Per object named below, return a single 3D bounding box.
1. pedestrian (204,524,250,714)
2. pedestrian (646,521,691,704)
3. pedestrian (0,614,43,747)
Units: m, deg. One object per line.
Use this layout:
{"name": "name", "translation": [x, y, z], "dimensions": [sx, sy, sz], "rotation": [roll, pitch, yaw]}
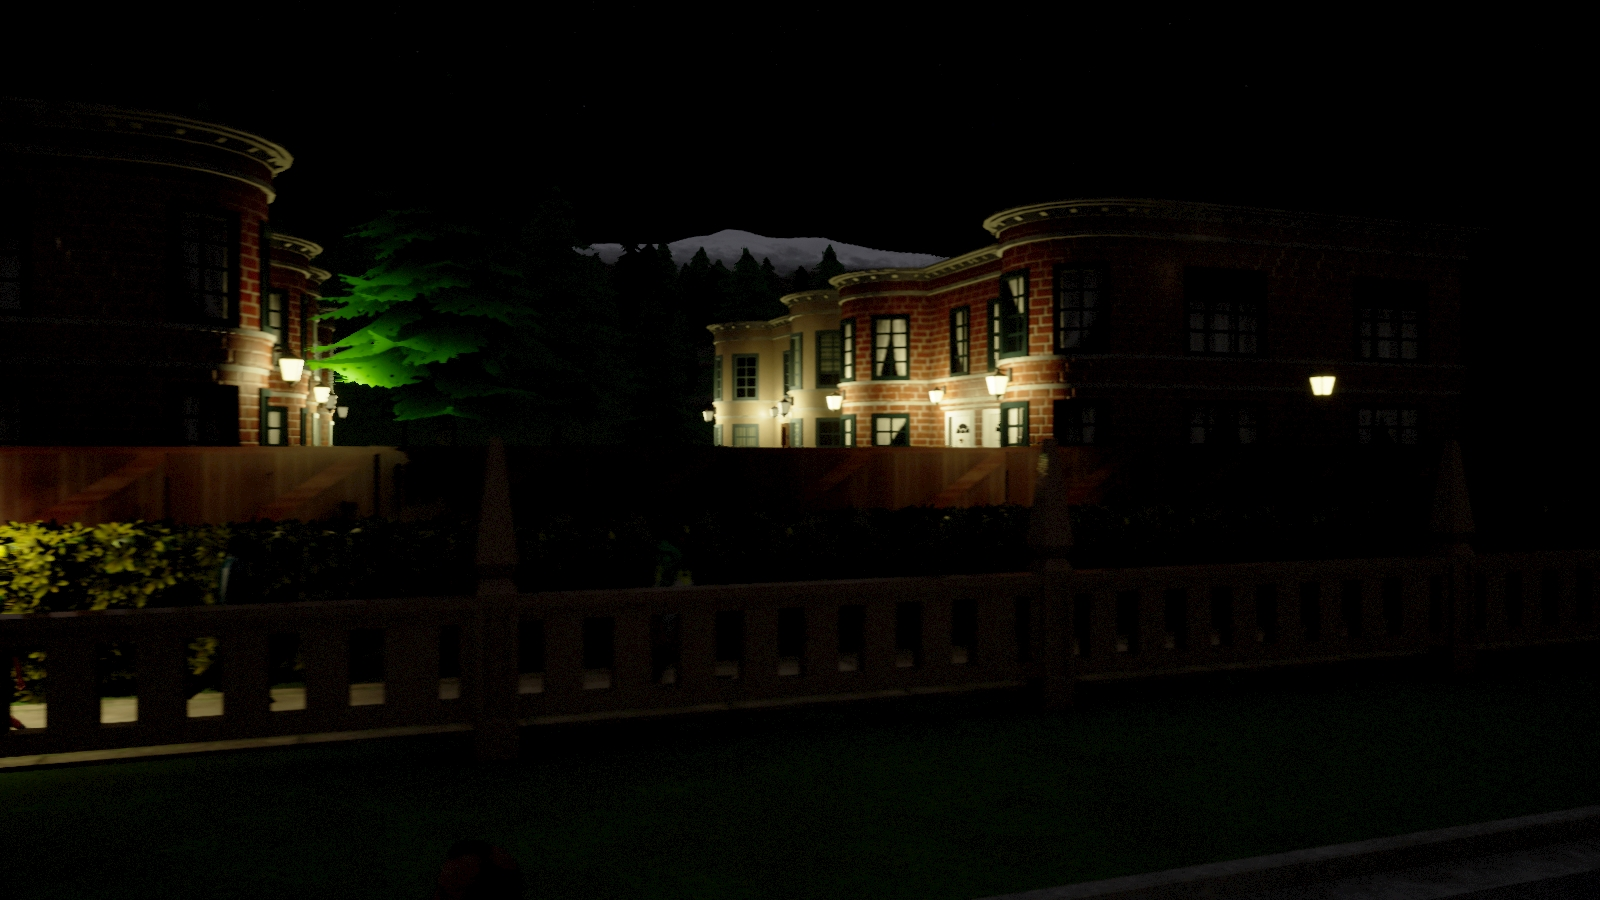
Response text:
{"name": "pedestrian", "translation": [-5.805, 1.694, 11.591], "dimensions": [0.375, 1.860, 0.375], "rotation": [0, 0, -20]}
{"name": "pedestrian", "translation": [-1.386, 1.696, 12.054], "dimensions": [0.375, 1.860, 0.375], "rotation": [0, 0, -24]}
{"name": "pedestrian", "translation": [-7.199, 2.077, 10.337], "dimensions": [0.500, 1.100, 0.500], "rotation": [0, 0, -22]}
